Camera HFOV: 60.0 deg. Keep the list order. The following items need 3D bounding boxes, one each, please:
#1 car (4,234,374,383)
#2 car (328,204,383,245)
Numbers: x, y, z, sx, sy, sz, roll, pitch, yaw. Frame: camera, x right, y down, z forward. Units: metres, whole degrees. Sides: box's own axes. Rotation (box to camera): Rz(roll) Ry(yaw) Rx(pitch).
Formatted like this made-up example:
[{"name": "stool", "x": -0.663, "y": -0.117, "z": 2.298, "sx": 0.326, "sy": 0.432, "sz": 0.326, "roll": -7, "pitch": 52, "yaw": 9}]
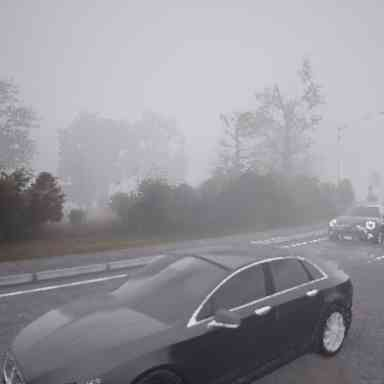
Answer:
[{"name": "car", "x": 0.301, "y": 1.523, "z": 4.419, "sx": 4.892, "sy": 1.490, "sz": 1.837, "roll": 0, "pitch": 0, "yaw": -38}, {"name": "car", "x": 8.334, "y": 1.408, "z": 15.971, "sx": 2.097, "sy": 1.767, "sz": 4.553, "roll": 0, "pitch": 0, "yaw": 45}]
